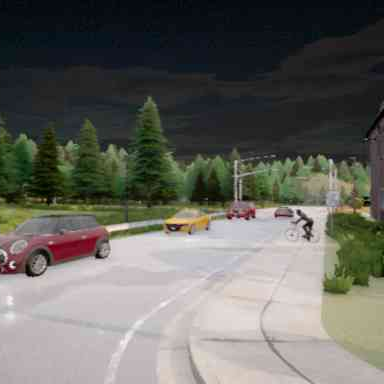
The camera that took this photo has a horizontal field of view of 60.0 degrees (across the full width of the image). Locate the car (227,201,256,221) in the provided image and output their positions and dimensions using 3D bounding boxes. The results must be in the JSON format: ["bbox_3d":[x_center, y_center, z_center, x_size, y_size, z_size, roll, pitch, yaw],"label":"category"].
[{"bbox_3d":[5.488,2.040,36.449,2.150,2.045,5.566,0,-2,22],"label":"car"}]

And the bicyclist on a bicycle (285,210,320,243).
[{"bbox_3d":[5.459,1.697,16.461,1.656,1.620,0.582,0,-1,22],"label":"bicyclist on a bicycle"}]

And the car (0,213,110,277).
[{"bbox_3d":[-4.766,1.554,11.111,2.097,1.767,4.553,0,-2,22],"label":"car"}]

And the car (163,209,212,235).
[{"bbox_3d":[-0.198,1.952,22.416,1.882,1.535,5.008,0,-1,22],"label":"car"}]

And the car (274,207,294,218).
[{"bbox_3d":[11.435,2.530,41.344,1.994,1.385,4.181,0,-1,22],"label":"car"}]
